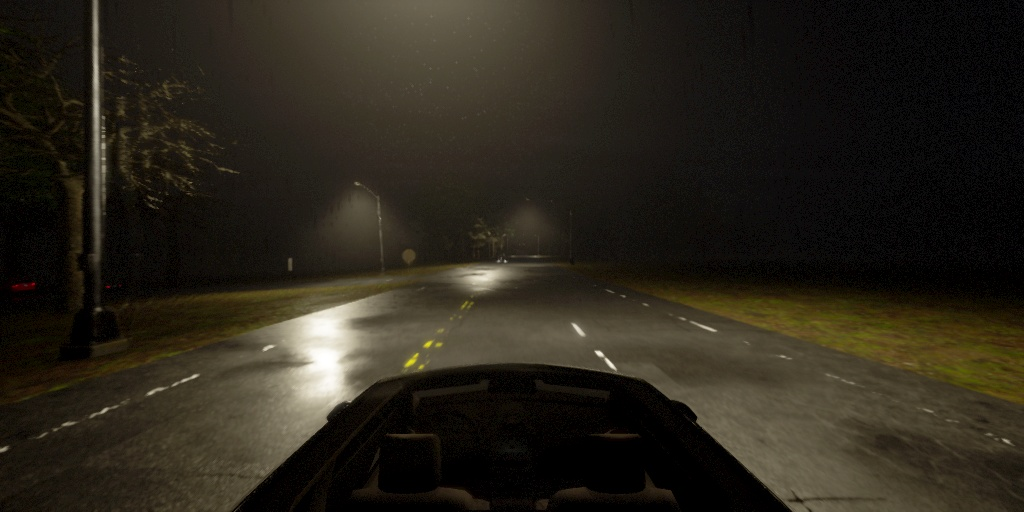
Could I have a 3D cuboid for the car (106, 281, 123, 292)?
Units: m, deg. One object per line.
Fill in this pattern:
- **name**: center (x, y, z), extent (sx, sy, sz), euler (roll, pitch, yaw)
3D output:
- **car**: center (-48.853, 3.682, 41.884), extent (5.357, 1.411, 2.033), euler (-3, 1, 1)
